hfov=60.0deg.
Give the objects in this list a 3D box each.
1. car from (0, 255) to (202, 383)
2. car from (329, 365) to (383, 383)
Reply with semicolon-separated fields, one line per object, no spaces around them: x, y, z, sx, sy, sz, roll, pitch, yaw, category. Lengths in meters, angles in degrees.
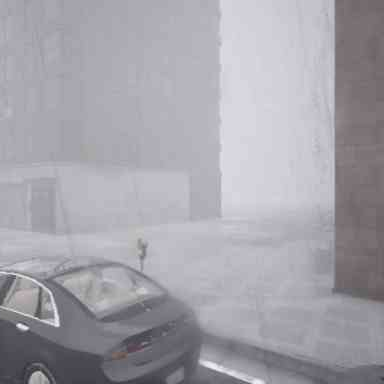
-1.939;1.546;4.463;4.403;1.369;2.008;0;0;35;car
2.559;1.567;1.255;4.313;1.339;1.947;0;0;35;car
